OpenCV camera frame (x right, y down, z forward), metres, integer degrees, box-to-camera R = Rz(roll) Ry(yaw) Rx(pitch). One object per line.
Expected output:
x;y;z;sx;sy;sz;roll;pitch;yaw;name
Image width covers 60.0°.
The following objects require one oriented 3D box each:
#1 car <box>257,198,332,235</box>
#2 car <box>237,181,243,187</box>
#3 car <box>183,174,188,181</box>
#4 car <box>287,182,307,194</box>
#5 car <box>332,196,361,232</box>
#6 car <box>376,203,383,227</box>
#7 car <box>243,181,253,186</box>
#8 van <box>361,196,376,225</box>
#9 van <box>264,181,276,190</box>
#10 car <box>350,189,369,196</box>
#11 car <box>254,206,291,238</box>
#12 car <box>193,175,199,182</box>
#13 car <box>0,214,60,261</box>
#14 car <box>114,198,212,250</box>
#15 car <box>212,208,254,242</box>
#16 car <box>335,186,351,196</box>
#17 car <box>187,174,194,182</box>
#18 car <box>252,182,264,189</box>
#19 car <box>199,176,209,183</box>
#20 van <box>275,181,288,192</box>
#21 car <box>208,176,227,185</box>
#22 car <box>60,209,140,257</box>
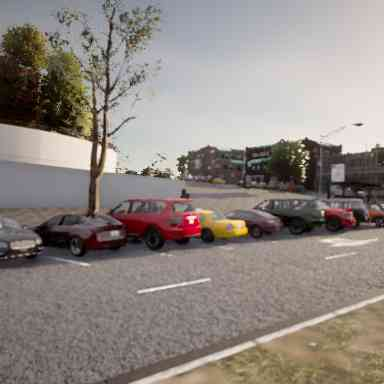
5.128;1.404;20.164;5.566;2.045;2.435;-1;-1;35;car
12.002;-1.834;76.001;2.002;1.452;4.674;7;3;35;car
-0.223;-3.880;93.072;2.435;2.045;5.566;1;-2;34;car
20.622;-0.511;63.641;2.231;1.521;4.892;7;3;35;car
7.643;1.436;21.867;5.566;2.045;2.435;-1;-2;35;car
12.591;1.626;25.283;4.553;1.767;2.185;-1;-1;35;car
13.741;-1.561;73.536;2.002;1.452;4.674;7;3;35;car
10.182;1.493;23.535;4.442;1.987;1.878;-1;-2;35;van
17.142;-1.283;68.481;1.878;1.987;4.442;8;3;35;van
27.508;0.617;53.772;2.002;1.452;4.674;7;3;35;car
2.698;1.663;18.406;4.674;1.452;2.002;-1;-1;35;car
3.271;-3.368;88.250;2.185;1.767;4.553;6;2;34;car
-7.097;1.500;11.467;4.892;1.521;2.231;-1;-1;35;car
-2.228;1.308;14.956;5.566;2.045;2.435;-1;-1;35;car
0.091;1.590;16.781;5.366;1.575;1.946;-1;-1;35;car
25.823;0.055;56.249;2.435;2.045;5.566;7;3;35;car
1.544;-3.602;90.722;2.185;1.767;4.553;4;0;34;car
15.569;-1.328;71.213;1.946;1.575;5.366;7;3;35;car
5.063;-3.216;85.782;2.435;2.045;5.566;7;3;34;car
18.867;-1.010;66.007;1.878;1.987;4.442;8;3;35;van
6.908;-2.691;83.519;1.946;1.575;5.366;7;3;34;car
-4.676;1.557;13.211;4.792;1.488;2.163;-1;-1;35;car
